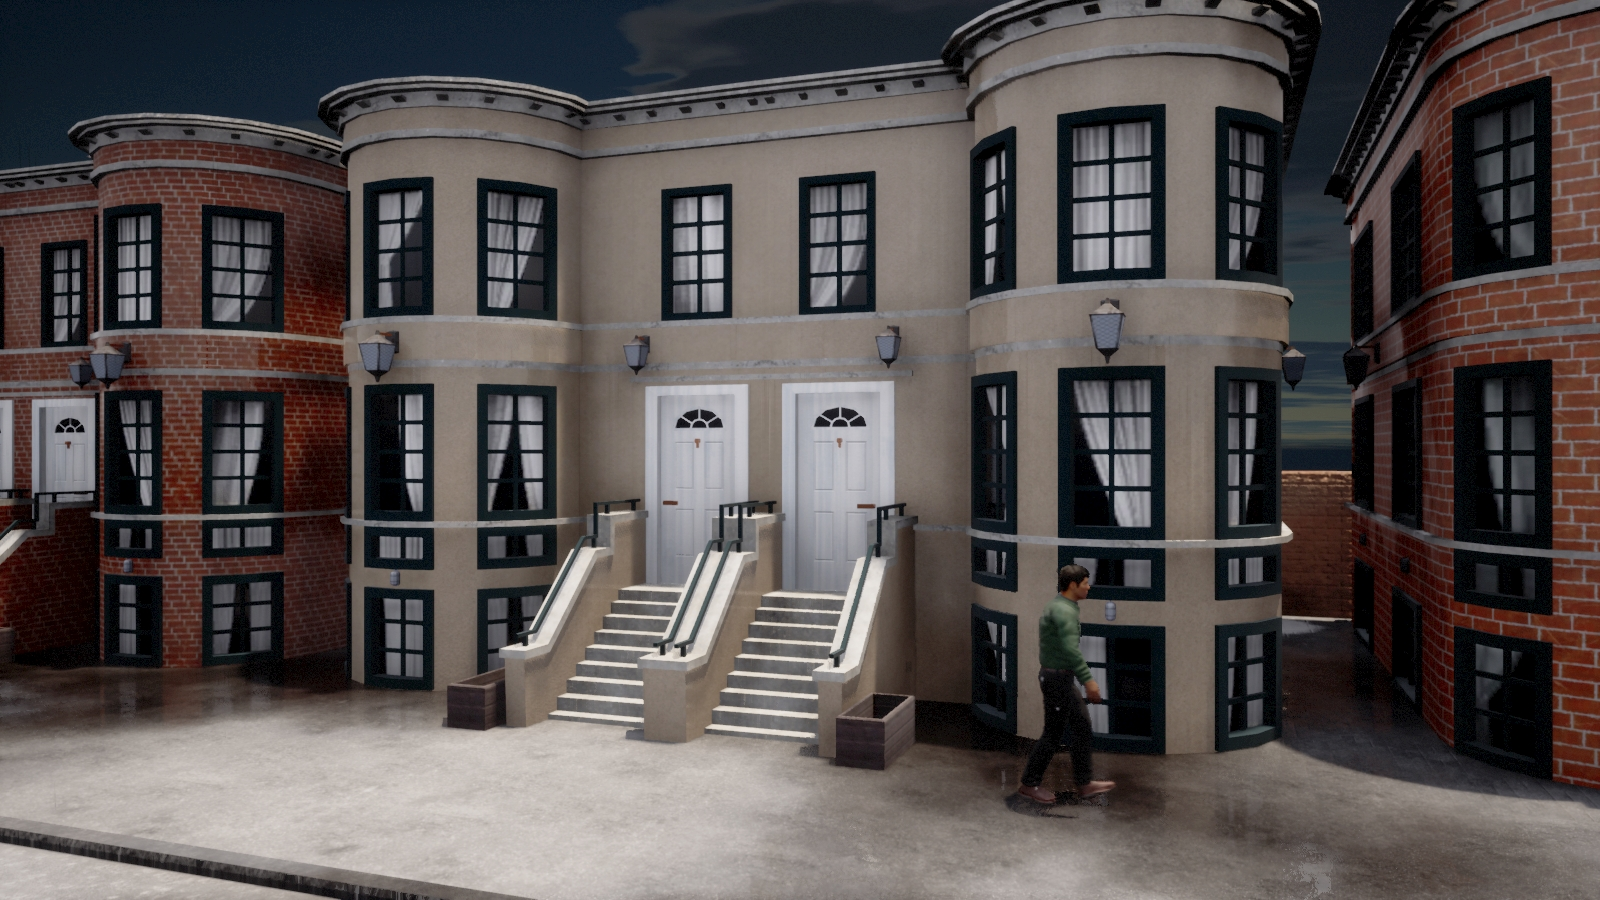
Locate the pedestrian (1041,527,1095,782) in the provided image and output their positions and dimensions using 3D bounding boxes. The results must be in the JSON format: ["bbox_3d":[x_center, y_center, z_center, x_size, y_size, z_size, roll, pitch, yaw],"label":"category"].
[{"bbox_3d":[2.030,1.525,8.673,0.375,1.860,0.375,0,0,10],"label":"pedestrian"}]
